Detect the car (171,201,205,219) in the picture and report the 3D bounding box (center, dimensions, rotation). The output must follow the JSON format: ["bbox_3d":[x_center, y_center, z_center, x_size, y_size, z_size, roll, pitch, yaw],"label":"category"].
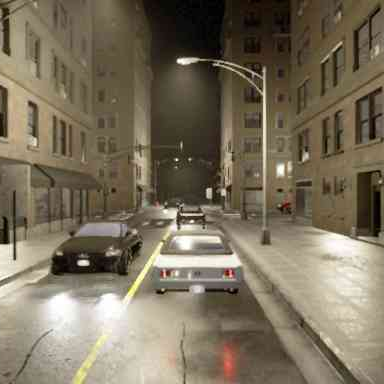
[{"bbox_3d":[-0.182,1.607,22.709,2.128,1.511,4.902,0,0,-4],"label":"car"}]

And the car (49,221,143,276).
[{"bbox_3d":[-2.750,1.614,10.413,1.994,1.385,4.181,0,0,0],"label":"car"}]

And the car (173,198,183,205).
[{"bbox_3d":[-2.760,1.887,66.969,1.837,1.490,4.892,0,0,1],"label":"car"}]

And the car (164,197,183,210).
[{"bbox_3d":[-2.838,1.618,48.291,2.097,1.767,4.553,0,0,0],"label":"car"}]

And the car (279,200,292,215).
[{"bbox_3d":[12.240,1.693,35.311,4.892,1.490,1.837,0,0,0],"label":"car"}]

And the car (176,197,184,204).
[{"bbox_3d":[-2.740,1.968,77.257,1.812,1.442,4.674,0,0,0],"label":"car"}]

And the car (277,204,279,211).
[{"bbox_3d":[12.272,1.526,37.850,5.009,1.841,2.192,0,0,0],"label":"car"}]

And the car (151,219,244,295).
[{"bbox_3d":[0.105,1.643,8.801,1.895,1.301,4.718,0,0,0],"label":"car"}]

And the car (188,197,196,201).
[{"bbox_3d":[0.011,2.058,89.967,2.128,1.511,4.902,0,0,0],"label":"car"}]
